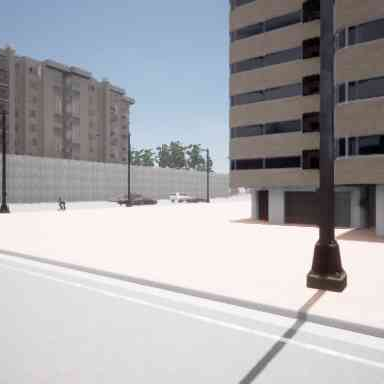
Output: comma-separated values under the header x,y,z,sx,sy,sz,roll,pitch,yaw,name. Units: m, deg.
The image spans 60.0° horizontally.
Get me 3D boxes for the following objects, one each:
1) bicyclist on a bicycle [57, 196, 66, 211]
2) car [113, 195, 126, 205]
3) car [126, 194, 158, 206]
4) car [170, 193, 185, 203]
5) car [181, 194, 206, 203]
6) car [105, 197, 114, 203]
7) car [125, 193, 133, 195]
x,y,z,sx,sy,sz,roll,pitch,yaw,name
-14.398,1.299,36.574,1.656,1.620,0.582,0,0,36,bicyclist on a bicycle
-10.801,1.616,57.666,1.895,1.301,4.718,0,0,36,car
-7.976,1.563,55.600,2.033,1.411,5.357,0,0,36,car
-2.292,1.244,69.515,2.150,2.045,5.566,0,0,36,car
0.774,1.563,67.783,2.033,1.411,5.357,0,0,36,car
-15.687,1.582,68.863,1.895,1.301,4.718,0,0,36,car
-12.499,1.327,67.314,2.150,2.045,5.566,0,0,36,car
